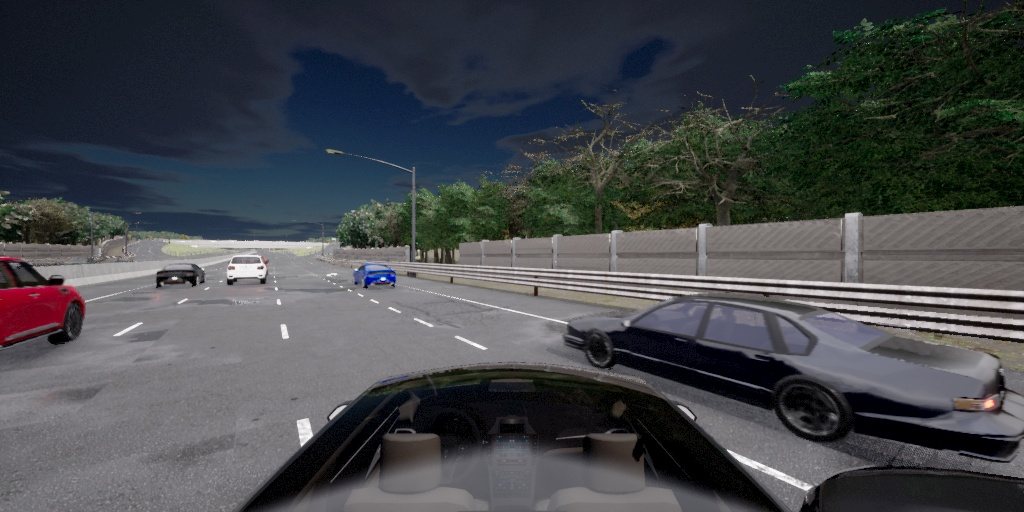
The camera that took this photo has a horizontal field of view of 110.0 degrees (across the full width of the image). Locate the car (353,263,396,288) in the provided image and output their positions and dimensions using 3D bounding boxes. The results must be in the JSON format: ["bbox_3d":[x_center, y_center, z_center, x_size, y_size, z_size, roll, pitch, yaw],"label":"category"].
[{"bbox_3d":[-9.171,1.220,23.719,1.882,1.535,5.008,0,0,-34],"label":"car"}]

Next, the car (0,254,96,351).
[{"bbox_3d":[-10.078,0.968,6.294,2.150,2.045,5.566,0,0,-34],"label":"car"}]

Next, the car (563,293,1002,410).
[{"bbox_3d":[3.181,1.297,5.462,2.033,1.411,5.357,0,0,-34],"label":"car"}]

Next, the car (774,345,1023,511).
[{"bbox_3d":[2.985,1.315,0.453,4.181,1.385,1.994,0,0,34],"label":"car"}]

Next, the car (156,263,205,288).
[{"bbox_3d":[-21.932,1.213,23.879,1.882,1.535,5.008,0,0,-34],"label":"car"}]

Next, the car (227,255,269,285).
[{"bbox_3d":[-19.274,0.957,26.201,2.150,2.045,5.566,0,0,-34],"label":"car"}]
